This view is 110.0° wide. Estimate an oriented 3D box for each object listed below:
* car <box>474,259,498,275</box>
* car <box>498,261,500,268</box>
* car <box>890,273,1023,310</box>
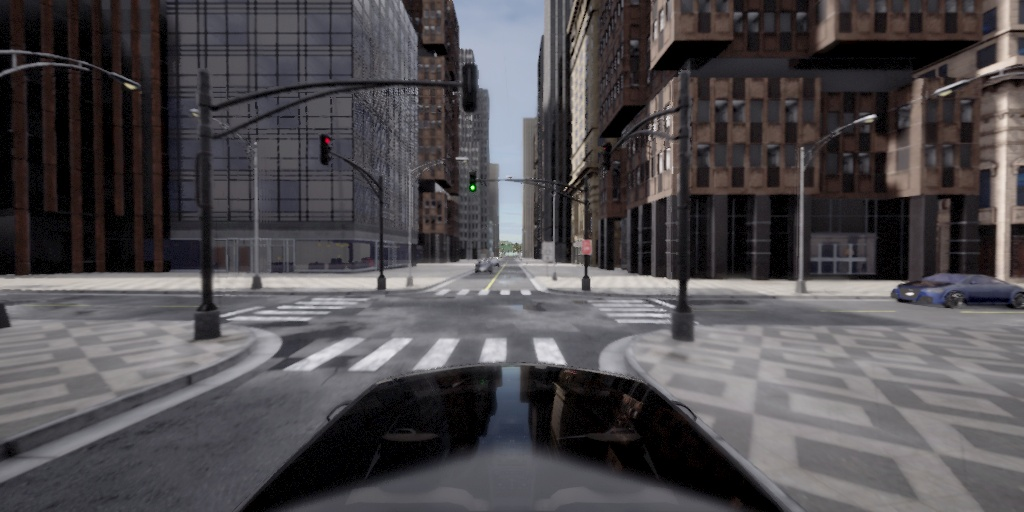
[{"bbox_3d":[-3.017,1.215,39.410,2.128,1.511,4.902,0,0,0],"label":"car"},{"bbox_3d":[-3.027,1.208,60.433,1.812,1.442,4.674,0,0,0],"label":"car"},{"bbox_3d":[18.863,1.435,15.224,4.181,1.385,1.994,0,1,0],"label":"car"}]
